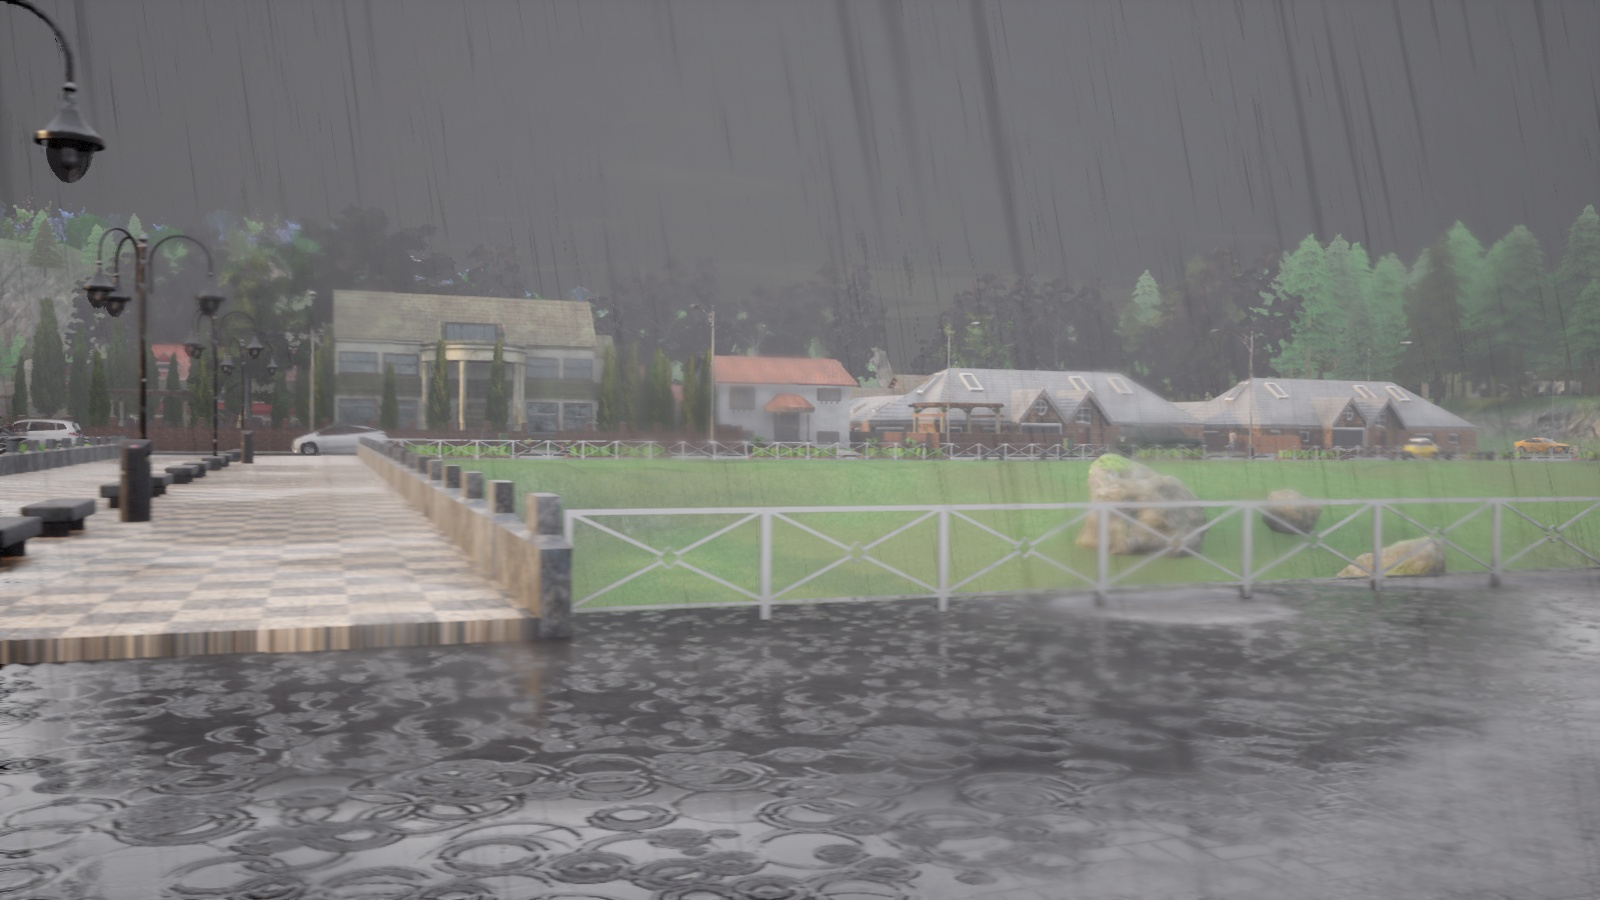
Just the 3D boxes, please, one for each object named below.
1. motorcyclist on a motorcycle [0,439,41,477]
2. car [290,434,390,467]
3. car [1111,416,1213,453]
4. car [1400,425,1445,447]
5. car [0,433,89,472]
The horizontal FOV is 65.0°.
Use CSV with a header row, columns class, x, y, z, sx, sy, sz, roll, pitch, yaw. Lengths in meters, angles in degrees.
class,x,y,z,sx,sy,sz,roll,pitch,yaw
motorcyclist on a motorcycle,-33.287,0.333,52.833,2.191,1.530,0.866,-1,1,-21
car,-22.414,-0.009,61.235,4.514,1.525,2.007,-1,1,-21
car,21.171,-0.908,73.491,5.566,2.045,2.150,-1,1,-21
car,39.961,-0.891,80.624,2.207,1.376,1.481,-1,1,-21
car,-34.846,0.099,56.517,4.611,1.667,2.242,-1,1,-21
